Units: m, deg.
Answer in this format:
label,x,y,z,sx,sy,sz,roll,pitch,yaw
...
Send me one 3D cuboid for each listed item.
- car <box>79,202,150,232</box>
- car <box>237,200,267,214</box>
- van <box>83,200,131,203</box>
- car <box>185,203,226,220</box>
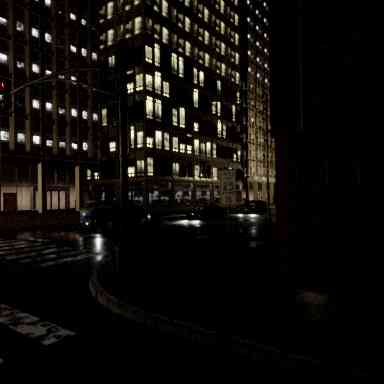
label,x,y,z,sx,sy,sz,roll,pitch,yaw
car,-4.659,1.571,20.982,1.837,1.490,4.892,-1,-1,33
car,7.104,1.631,37.269,1.812,1.442,4.674,-1,-1,36
van,-6.000,1.460,23.517,1.690,1.788,3.998,-2,-1,36
car,1.205,1.649,29.083,1.994,1.385,4.181,-1,-1,36
